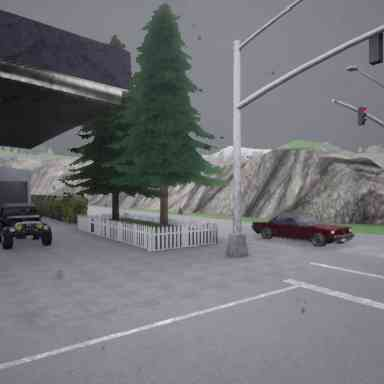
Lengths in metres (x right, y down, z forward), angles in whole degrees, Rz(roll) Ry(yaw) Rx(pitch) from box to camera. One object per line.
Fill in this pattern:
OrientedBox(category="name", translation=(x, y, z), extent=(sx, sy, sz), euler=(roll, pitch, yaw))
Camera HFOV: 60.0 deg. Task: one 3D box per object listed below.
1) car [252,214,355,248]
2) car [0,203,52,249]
OrientedBox(category="car", translation=(5.285, 1.792, 16.273), extent=(1.895, 1.301, 4.718), euler=(0, 0, -37))
OrientedBox(category="car", translation=(-8.062, 1.505, 15.793), extent=(1.905, 1.878, 3.866), euler=(0, 0, -37))
